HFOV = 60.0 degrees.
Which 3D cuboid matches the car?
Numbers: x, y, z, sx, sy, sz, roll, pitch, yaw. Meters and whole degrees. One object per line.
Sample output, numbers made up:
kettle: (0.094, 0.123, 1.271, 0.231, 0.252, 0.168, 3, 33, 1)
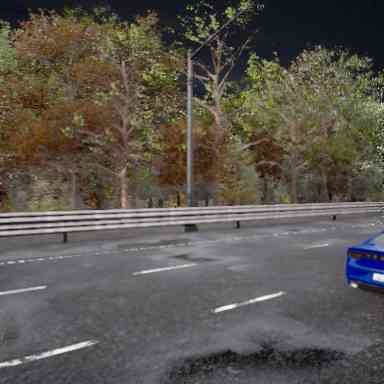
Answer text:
car: (5.630, 1.494, 7.774, 5.008, 1.535, 1.882, 0, 0, -35)
